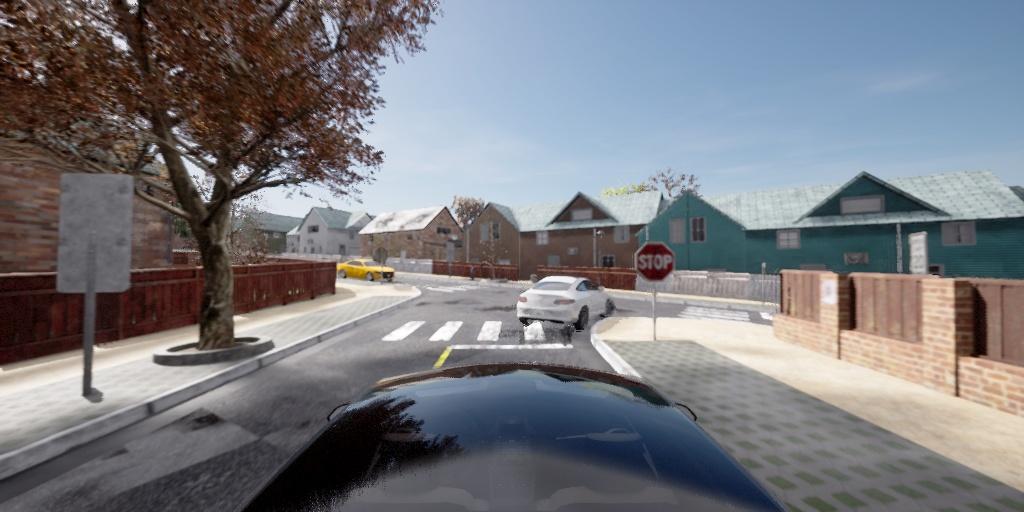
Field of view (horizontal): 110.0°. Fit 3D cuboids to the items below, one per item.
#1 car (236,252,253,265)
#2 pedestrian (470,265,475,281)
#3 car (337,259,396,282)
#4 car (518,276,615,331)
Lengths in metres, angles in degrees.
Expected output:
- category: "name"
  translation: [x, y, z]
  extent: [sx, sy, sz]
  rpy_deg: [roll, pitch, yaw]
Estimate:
- category: "car"
  translation: [-27.243, 0.431, 36.541]
  extent: [5.008, 1.535, 1.882]
  rpy_deg: [2, -1, 33]
- category: "pedestrian"
  translation: [-3.112, 1.274, 28.302]
  extent: [0.375, 1.300, 0.375]
  rpy_deg: [-1, -5, 32]
- category: "car"
  translation: [-10.600, 1.001, 26.087]
  extent: [5.008, 1.535, 1.882]
  rpy_deg: [2, -1, 32]
- category: "car"
  translation: [1.789, 1.353, 11.284]
  extent: [1.812, 1.442, 4.674]
  rpy_deg: [0, -1, 28]
